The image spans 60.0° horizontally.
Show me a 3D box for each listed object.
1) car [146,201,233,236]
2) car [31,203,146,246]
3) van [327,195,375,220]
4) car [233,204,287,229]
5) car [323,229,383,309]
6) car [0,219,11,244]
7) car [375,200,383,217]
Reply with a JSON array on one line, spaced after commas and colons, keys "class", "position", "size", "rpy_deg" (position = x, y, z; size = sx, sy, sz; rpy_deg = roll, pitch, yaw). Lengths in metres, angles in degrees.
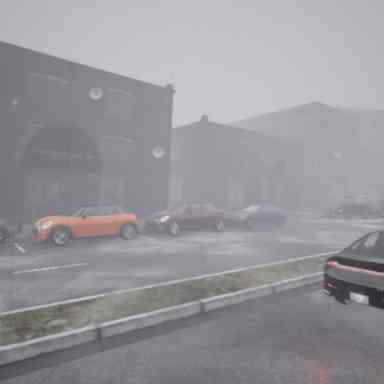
[{"class": "car", "position": [-0.294, 1.341, 18.416], "size": [4.553, 1.767, 2.185], "rpy_deg": [0, 0, -36]}, {"class": "car", "position": [-4.784, 1.335, 15.196], "size": [4.553, 1.767, 2.185], "rpy_deg": [0, 0, -36]}, {"class": "van", "position": [13.157, 1.260, 28.063], "size": [4.442, 1.987, 1.878], "rpy_deg": [0, 0, -36]}, {"class": "car", "position": [4.274, 1.513, 21.692], "size": [4.674, 1.452, 2.002], "rpy_deg": [0, 0, -36]}, {"class": "car", "position": [4.671, 1.499, 6.773], "size": [4.902, 1.511, 2.128], "rpy_deg": [0, 0, -36]}, {"class": "car", "position": [-9.295, 1.455, 11.961], "size": [4.892, 1.521, 2.231], "rpy_deg": [0, 0, -36]}, {"class": "car", "position": [17.716, 1.522, 31.335], "size": [4.792, 1.488, 2.163], "rpy_deg": [0, 0, -36]}]
